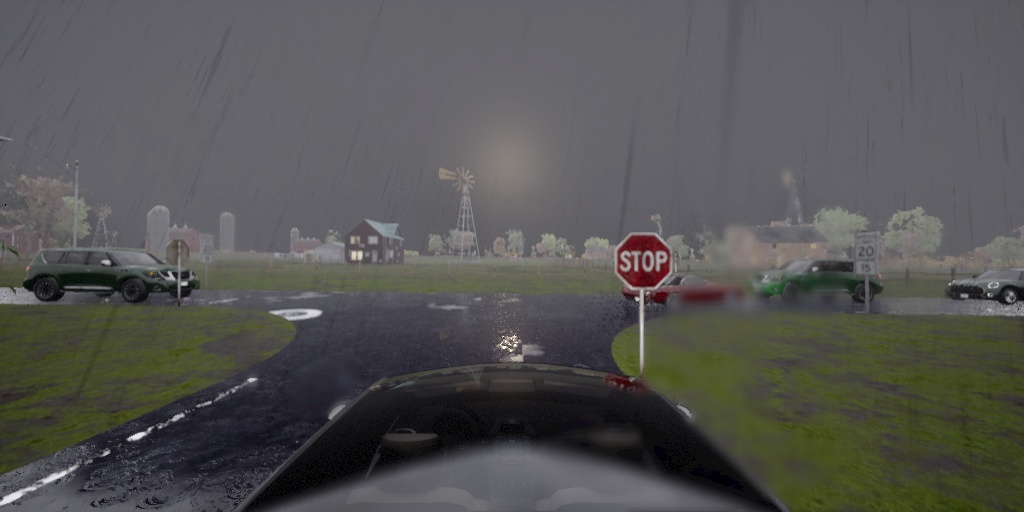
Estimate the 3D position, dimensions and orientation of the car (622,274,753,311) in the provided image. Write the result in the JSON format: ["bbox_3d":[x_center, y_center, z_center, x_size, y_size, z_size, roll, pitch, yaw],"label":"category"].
[{"bbox_3d":[6.954,1.393,14.432,4.718,1.301,1.895,1,-1,-18],"label":"car"}]

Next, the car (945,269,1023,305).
[{"bbox_3d":[24.461,1.406,17.619,4.553,1.767,2.097,1,-1,0],"label":"car"}]

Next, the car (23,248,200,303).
[{"bbox_3d":[-15.976,0.731,14.495,5.566,2.045,2.150,1,-1,0],"label":"car"}]

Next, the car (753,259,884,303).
[{"bbox_3d":[14.777,1.155,17.580,5.566,2.045,2.150,1,-1,0],"label":"car"}]
